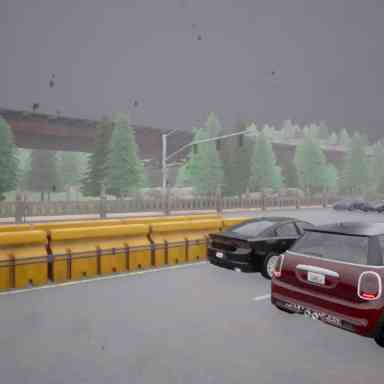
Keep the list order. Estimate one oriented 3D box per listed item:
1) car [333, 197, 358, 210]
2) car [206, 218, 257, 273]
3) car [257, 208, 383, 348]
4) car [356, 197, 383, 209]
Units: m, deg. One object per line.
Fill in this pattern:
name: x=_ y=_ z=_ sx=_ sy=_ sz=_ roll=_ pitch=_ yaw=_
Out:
car: x=18.369 y=1.352 z=38.578 sx=4.553 sy=1.767 sz=2.097 roll=0 pitch=0 yaw=-35
car: x=2.738 y=1.478 z=10.027 sx=5.008 sy=1.535 sz=1.882 roll=0 pitch=0 yaw=-35
car: x=3.660 y=1.352 z=6.395 sx=4.553 sy=1.767 sz=2.097 roll=0 pitch=0 yaw=-35
car: x=20.162 y=1.547 z=35.559 sx=5.357 sy=1.411 sz=2.033 roll=0 pitch=0 yaw=-35
